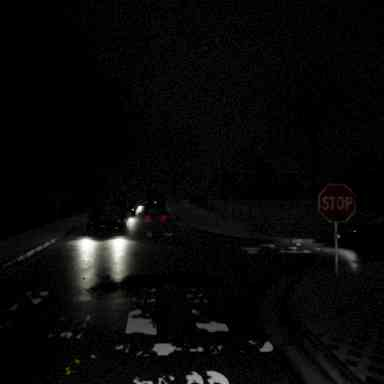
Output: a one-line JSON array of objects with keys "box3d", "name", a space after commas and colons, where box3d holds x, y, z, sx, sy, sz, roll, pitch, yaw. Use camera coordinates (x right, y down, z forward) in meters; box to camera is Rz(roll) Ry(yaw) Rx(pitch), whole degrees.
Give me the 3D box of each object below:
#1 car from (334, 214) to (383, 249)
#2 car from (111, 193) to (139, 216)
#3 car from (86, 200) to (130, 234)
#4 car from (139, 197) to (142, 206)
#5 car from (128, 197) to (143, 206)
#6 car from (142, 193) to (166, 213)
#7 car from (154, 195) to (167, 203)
[{"box3d": [8.830, 1.713, 14.974, 4.674, 1.442, 1.812, 1, -3, -4], "name": "car"}, {"box3d": [-6.469, 1.135, 31.858, 2.150, 2.045, 5.566, 0, 0, -7], "name": "car"}, {"box3d": [-4.797, 1.430, 19.134, 1.882, 1.535, 5.008, 0, 0, -8], "name": "car"}, {"box3d": [-7.895, 1.402, 43.242, 1.837, 1.490, 4.892, 0, 0, -6], "name": "car"}, {"box3d": [-9.013, 1.515, 53.555, 1.895, 1.301, 4.718, 0, 0, -4], "name": "car"}, {"box3d": [-4.036, 1.138, 36.013, 2.150, 2.045, 5.566, 0, 0, -7], "name": "car"}, {"box3d": [-6.440, 1.458, 68.505, 1.882, 1.535, 5.008, 0, 0, 2], "name": "car"}]
